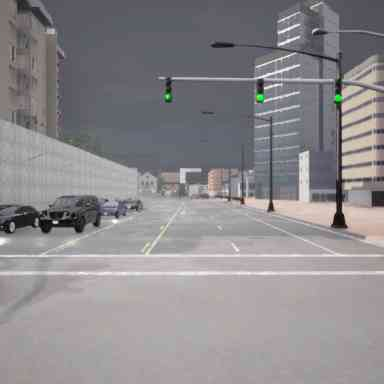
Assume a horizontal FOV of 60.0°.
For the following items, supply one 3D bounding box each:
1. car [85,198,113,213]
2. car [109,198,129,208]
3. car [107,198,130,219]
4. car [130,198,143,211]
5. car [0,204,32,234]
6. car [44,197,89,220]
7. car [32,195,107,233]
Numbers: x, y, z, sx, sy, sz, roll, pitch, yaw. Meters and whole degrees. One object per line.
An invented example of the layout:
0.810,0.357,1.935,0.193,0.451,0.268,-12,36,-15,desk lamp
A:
-10.618,1.505,38.323,1.837,1.490,4.892,0,0,0,car
-10.586,1.600,48.383,1.895,1.301,4.718,0,0,0,car
-7.117,1.525,29.711,1.812,1.442,4.674,0,0,0,car
-7.116,1.491,40.053,2.128,1.511,4.902,0,0,0,car
-10.612,1.505,19.438,1.837,1.490,4.892,0,0,0,car
-10.618,1.352,28.505,2.097,1.767,4.553,0,0,0,car
-7.109,1.221,20.070,2.150,2.045,5.566,0,0,0,car
